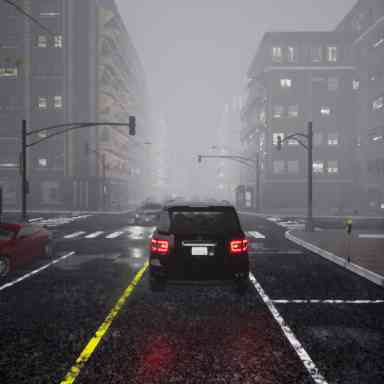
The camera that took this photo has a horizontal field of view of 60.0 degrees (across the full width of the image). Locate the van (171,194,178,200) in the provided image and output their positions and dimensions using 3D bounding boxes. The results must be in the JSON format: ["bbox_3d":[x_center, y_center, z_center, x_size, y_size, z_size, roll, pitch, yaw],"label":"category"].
[{"bbox_3d":[-4.815,1.340,93.108,1.690,1.788,3.998,0,0,1],"label":"van"}]

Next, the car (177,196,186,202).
[{"bbox_3d":[-2.297,1.532,74.569,1.994,1.385,4.181,0,0,1],"label":"car"}]

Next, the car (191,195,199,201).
[{"bbox_3d":[0.781,1.477,82.636,1.882,1.535,5.008,0,0,1],"label":"car"}]

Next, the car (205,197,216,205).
[{"bbox_3d":[3.242,1.543,59.190,1.887,1.381,4.507,0,0,1],"label":"car"}]

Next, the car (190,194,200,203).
[{"bbox_3d":[0.702,1.354,72.859,2.097,1.767,4.553,0,0,1],"label":"car"}]

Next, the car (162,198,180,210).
[{"bbox_3d":[-2.700,1.561,42.823,1.994,1.385,4.181,0,0,1],"label":"car"}]

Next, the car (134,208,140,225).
[{"bbox_3d":[-2.885,1.524,23.849,1.812,1.442,4.674,0,0,1],"label":"car"}]

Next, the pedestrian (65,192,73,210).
[{"bbox_3d":[-12.405,0.902,33.421,0.375,1.860,0.375,0,-1,0],"label":"pedestrian"}]

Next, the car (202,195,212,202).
[{"bbox_3d":[3.403,1.439,76.106,1.967,1.590,4.097,0,0,1],"label":"car"}]

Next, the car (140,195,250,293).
[{"bbox_3d":[0.169,1.221,9.035,2.150,2.045,5.566,0,0,1],"label":"car"}]

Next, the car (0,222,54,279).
[{"bbox_3d":[-5.609,1.581,9.952,1.802,1.307,4.206,0,0,1],"label":"car"}]

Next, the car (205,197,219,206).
[{"bbox_3d":[3.188,1.549,53.552,2.008,1.369,4.403,0,0,1],"label":"car"}]

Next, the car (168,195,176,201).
[{"bbox_3d":[-4.924,1.525,81.660,1.752,1.417,4.829,0,0,1],"label":"car"}]
